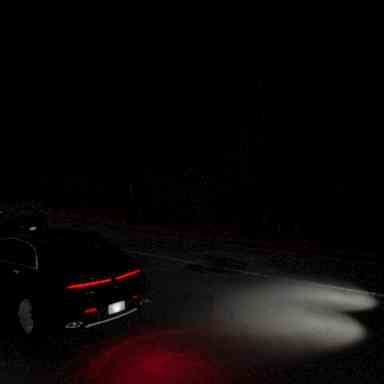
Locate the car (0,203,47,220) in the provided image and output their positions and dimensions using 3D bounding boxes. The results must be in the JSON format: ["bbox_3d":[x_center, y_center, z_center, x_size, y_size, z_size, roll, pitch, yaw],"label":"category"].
[{"bbox_3d":[-9.009,1.537,17.316,1.812,1.442,4.674,0,0,-43],"label":"car"}]

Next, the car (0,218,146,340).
[{"bbox_3d":[-3.004,1.514,6.643,4.892,1.490,1.837,0,0,40],"label":"car"}]
